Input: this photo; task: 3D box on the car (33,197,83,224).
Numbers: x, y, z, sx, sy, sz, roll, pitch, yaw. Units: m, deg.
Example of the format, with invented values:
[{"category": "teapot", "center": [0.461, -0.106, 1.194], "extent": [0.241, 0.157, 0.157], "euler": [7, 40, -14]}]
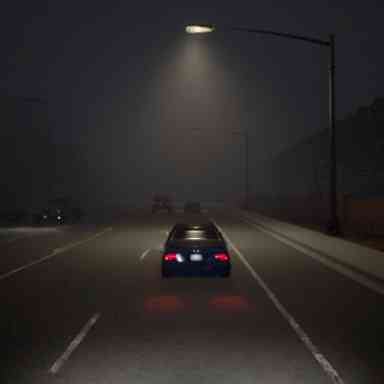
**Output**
[{"category": "car", "center": [-10.510, 1.429, 26.585], "extent": [2.150, 2.045, 5.566], "euler": [0, 0, 0]}]

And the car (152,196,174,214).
[{"category": "car", "center": [-3.414, 1.435, 39.033], "extent": [2.150, 2.045, 5.566], "euler": [0, 0, 0]}]

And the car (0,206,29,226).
[{"category": "car", "center": [-14.029, 1.739, 24.445], "extent": [1.895, 1.301, 4.718], "euler": [0, 0, 0]}]

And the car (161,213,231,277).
[{"category": "car", "center": [0.097, 1.604, 10.358], "extent": [2.033, 1.411, 5.357], "euler": [0, 0, 0]}]

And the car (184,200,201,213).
[{"category": "car", "center": [0.085, 1.692, 39.336], "extent": [1.882, 1.535, 5.008], "euler": [0, 0, 0]}]
